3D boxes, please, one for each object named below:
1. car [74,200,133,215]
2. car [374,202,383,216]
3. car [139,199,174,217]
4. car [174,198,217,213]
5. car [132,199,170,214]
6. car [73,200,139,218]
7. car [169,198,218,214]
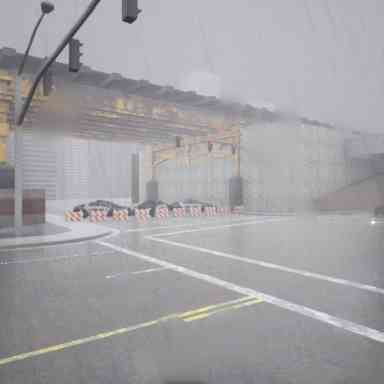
[{"bbox_3d":[-7.595,1.295,28.805,4.536,1.218,1.853,0,0,8],"label":"car"},{"bbox_3d":[19.020,1.478,31.348,5.008,1.535,1.882,0,0,-37],"label":"car"},{"bbox_3d":[-3.800,1.453,31.485,2.038,1.542,4.974,0,0,18],"label":"car"},{"bbox_3d":[0.056,1.295,35.241,4.536,1.218,1.853,0,0,-7],"label":"car"},{"bbox_3d":[-3.784,1.295,31.535,1.853,1.218,4.536,0,0,18],"label":"car"},{"bbox_3d":[-7.544,1.453,28.798,4.974,1.542,2.038,0,0,8],"label":"car"},{"bbox_3d":[0.108,1.453,35.247,4.974,1.542,2.038,0,0,-7],"label":"car"}]
